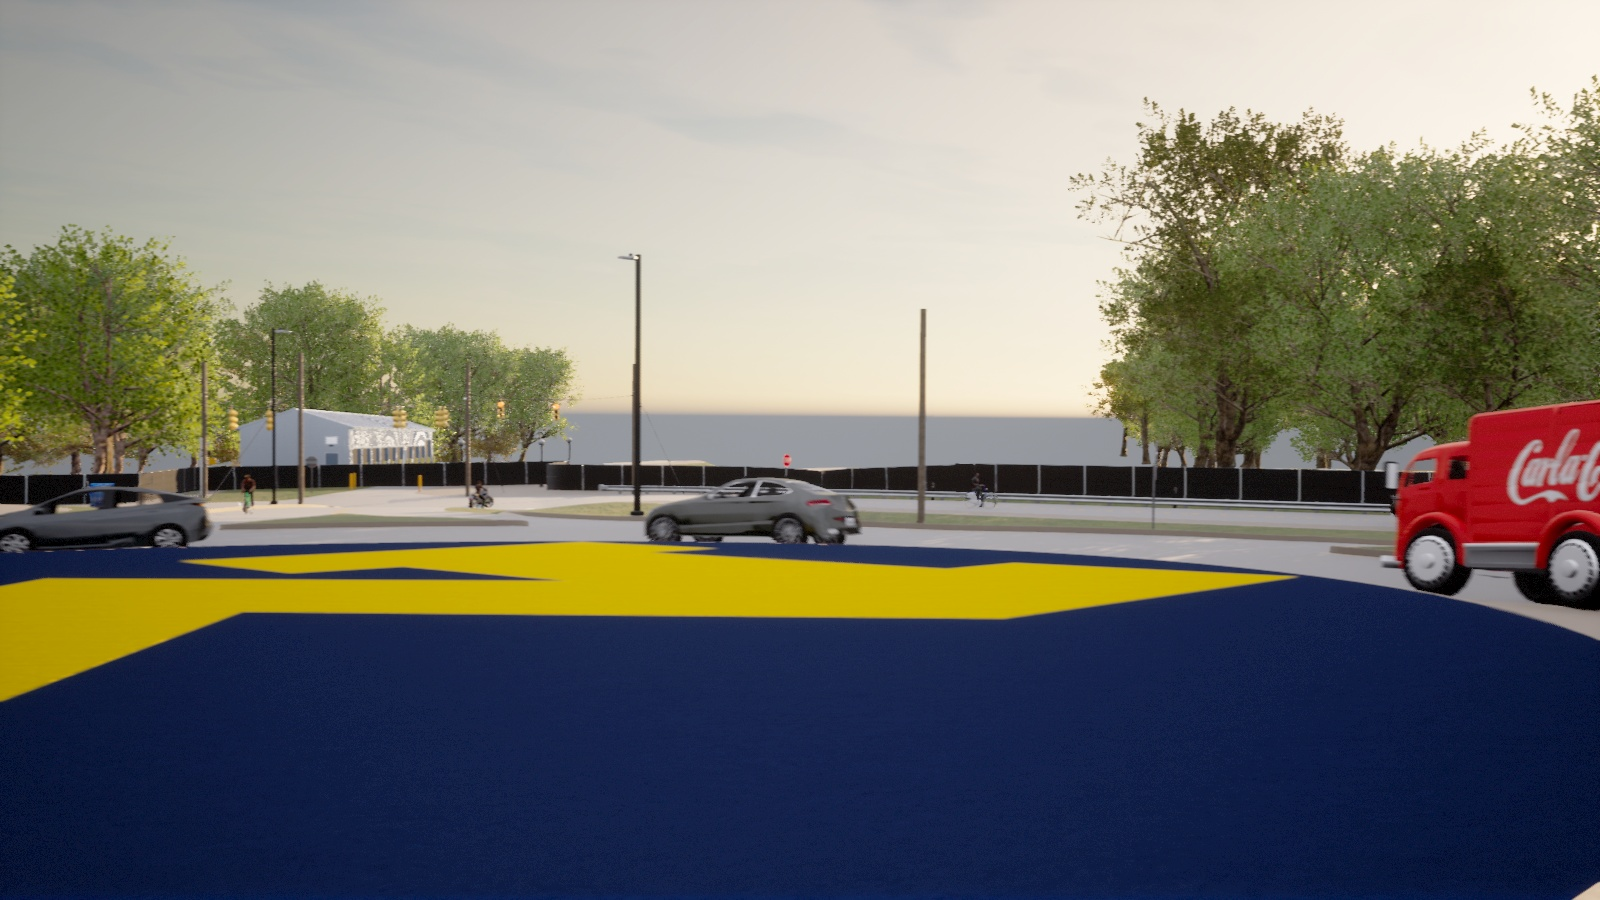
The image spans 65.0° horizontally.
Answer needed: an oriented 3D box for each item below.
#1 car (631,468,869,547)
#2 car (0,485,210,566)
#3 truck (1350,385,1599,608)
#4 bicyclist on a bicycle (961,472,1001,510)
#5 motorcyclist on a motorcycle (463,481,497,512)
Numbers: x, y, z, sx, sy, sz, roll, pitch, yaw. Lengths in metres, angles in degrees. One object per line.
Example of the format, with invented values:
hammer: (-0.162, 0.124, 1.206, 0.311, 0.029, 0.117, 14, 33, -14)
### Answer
car: (-1.165, 1.321, 28.690, 5.027, 1.651, 2.152, -1, -3, 28)
car: (-15.232, 1.598, 27.061, 4.514, 1.525, 2.007, -1, -2, -24)
truck: (9.870, 0.732, 15.973, 2.627, 2.467, 5.204, 6, -5, -12)
bicyclist on a bicycle: (8.680, 1.937, 60.344, 1.843, 1.776, 0.659, -1, 1, 43)
motorcyclist on a motorcycle: (-17.993, 2.594, 70.581, 0.766, 1.649, 2.350, 1, 1, 16)
